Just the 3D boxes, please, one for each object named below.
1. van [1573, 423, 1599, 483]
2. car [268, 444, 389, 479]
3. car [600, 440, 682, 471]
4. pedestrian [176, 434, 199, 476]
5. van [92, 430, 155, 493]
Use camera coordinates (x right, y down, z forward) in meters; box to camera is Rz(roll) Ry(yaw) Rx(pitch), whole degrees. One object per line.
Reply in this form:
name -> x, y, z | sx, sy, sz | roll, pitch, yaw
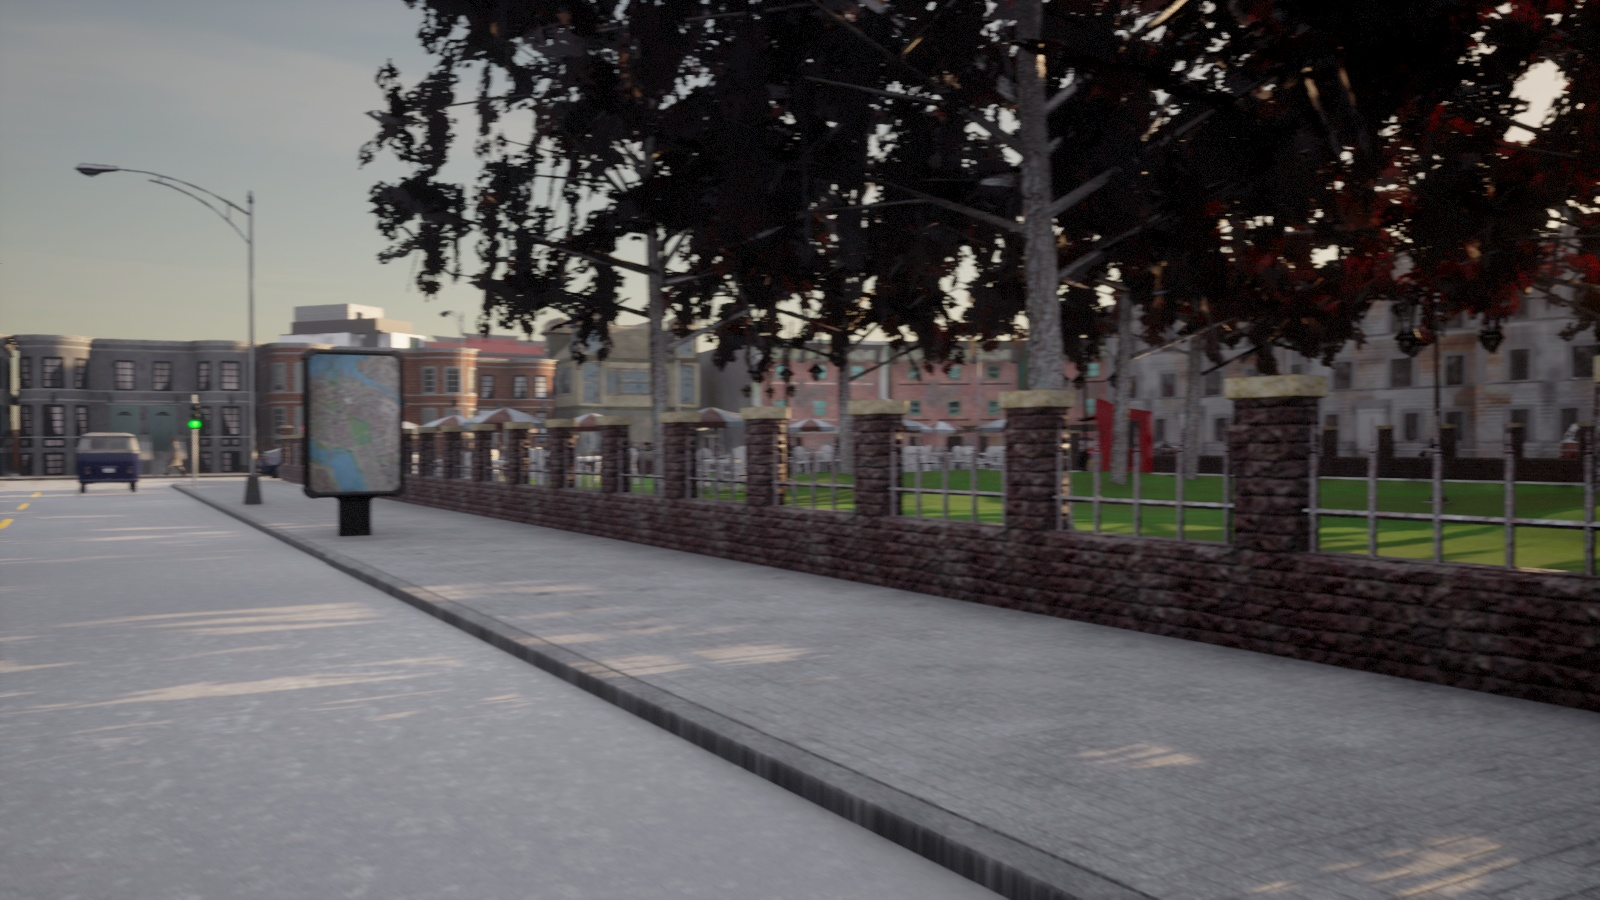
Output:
van -> 28.950, 0.091, 42.308 | 2.069, 2.038, 4.480 | 0, 0, -29
car -> -21.214, 0.503, 56.528 | 4.792, 1.488, 2.163 | 0, 0, -32
car -> -8.584, 0.278, 68.003 | 3.988, 1.617, 1.851 | 0, 0, -29
pedestrian -> -29.157, 0.229, 59.802 | 0.873, 1.952, 0.659 | 0, 0, -17
van -> -22.844, 0.348, 42.361 | 1.775, 1.987, 4.442 | 0, 0, -29
